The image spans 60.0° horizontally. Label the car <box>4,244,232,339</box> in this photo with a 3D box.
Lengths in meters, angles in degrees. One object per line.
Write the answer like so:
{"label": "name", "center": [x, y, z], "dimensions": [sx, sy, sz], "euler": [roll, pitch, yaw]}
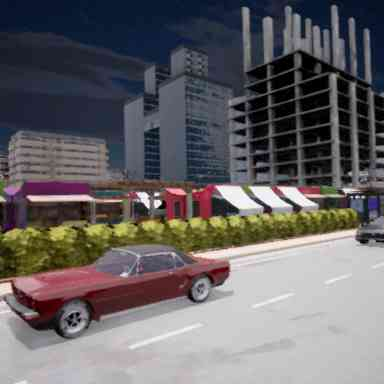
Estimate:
{"label": "car", "center": [-1.391, 1.902, 7.357], "dimensions": [4.718, 1.301, 1.895], "euler": [0, -3, -40]}

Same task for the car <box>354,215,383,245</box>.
{"label": "car", "center": [10.358, 1.888, 17.033], "dimensions": [5.357, 1.411, 2.033], "euler": [0, -3, -39]}
